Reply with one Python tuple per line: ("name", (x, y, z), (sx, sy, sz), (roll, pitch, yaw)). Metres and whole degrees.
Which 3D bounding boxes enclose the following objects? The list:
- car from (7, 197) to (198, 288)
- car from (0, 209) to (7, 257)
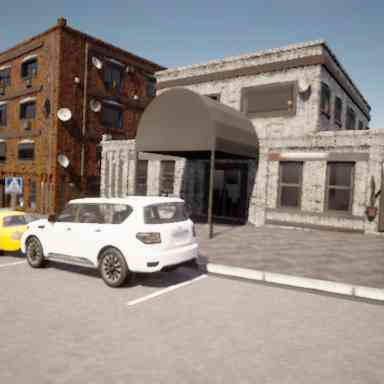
("car", (-2.443, 1.172, 9.263), (5.566, 2.045, 2.435), (0, 0, 35))
("car", (-7.171, 1.420, 12.639), (5.366, 1.575, 1.946), (0, 0, 36))
